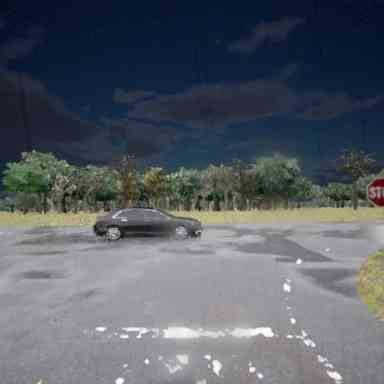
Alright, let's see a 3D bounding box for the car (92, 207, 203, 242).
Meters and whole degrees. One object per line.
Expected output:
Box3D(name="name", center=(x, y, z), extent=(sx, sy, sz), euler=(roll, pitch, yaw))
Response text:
Box3D(name="car", center=(-1.962, 1.446, 15.060), extent=(4.892, 1.490, 1.837), euler=(0, -2, 0))
